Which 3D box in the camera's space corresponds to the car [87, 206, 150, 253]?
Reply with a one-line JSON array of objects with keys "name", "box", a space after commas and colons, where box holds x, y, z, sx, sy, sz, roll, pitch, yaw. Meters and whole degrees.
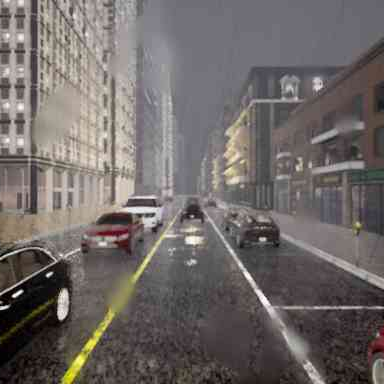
[{"name": "car", "box": [-3.092, 1.552, 13.877, 1.812, 1.442, 4.674, 0, 0, 0]}]

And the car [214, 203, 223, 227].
[{"name": "car", "box": [2.703, 1.589, 20.506, 2.008, 1.369, 4.403, 0, 0, 0]}]

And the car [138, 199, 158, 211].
[{"name": "car", "box": [-5.666, 1.635, 43.105, 2.008, 1.369, 4.403, 0, 0, 0]}]

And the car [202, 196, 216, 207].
[{"name": "car", "box": [2.720, 1.551, 54.398, 1.967, 1.590, 4.097, 0, 0, 0]}]

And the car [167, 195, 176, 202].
[{"name": "car", "box": [-5.646, 1.748, 82.645, 1.947, 1.339, 4.313, 0, 0, 0]}]

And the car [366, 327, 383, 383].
[{"name": "car", "box": [2.743, 1.586, 1.941, 1.802, 1.307, 4.206, 0, 0, 0]}]

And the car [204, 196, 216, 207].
[{"name": "car", "box": [2.717, 1.679, 48.749, 1.802, 1.307, 4.206, 0, 0, 0]}]

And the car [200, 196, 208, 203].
[{"name": "car", "box": [2.732, 1.692, 77.162, 1.752, 1.417, 4.829, 0, 0, 0]}]

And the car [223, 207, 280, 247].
[{"name": "car", "box": [2.699, 1.578, 14.858, 2.008, 1.369, 4.403, 0, 0, 0]}]

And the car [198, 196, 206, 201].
[{"name": "car", "box": [2.740, 1.765, 93.938, 2.008, 1.369, 4.403, 0, 0, 0]}]

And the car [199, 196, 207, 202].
[{"name": "car", "box": [2.735, 1.748, 82.641, 1.947, 1.339, 4.313, 0, 0, 0]}]

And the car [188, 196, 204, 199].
[{"name": "car", "box": [0.100, 1.437, 43.976, 2.097, 1.767, 4.553, 0, 0, 0]}]

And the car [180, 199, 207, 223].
[{"name": "car", "box": [0.029, 1.574, 26.076, 1.812, 1.442, 4.674, 0, 0, 0]}]

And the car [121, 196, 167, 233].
[{"name": "car", "box": [-2.989, 1.249, 20.483, 2.150, 2.045, 5.566, 0, 0, 0]}]

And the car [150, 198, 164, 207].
[{"name": "car", "box": [-5.660, 1.655, 54.403, 1.887, 1.381, 4.507, 0, 0, 0]}]

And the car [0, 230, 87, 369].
[{"name": "car", "box": [-3.096, 1.514, 4.307, 1.837, 1.490, 4.892, 0, 0, 0]}]
